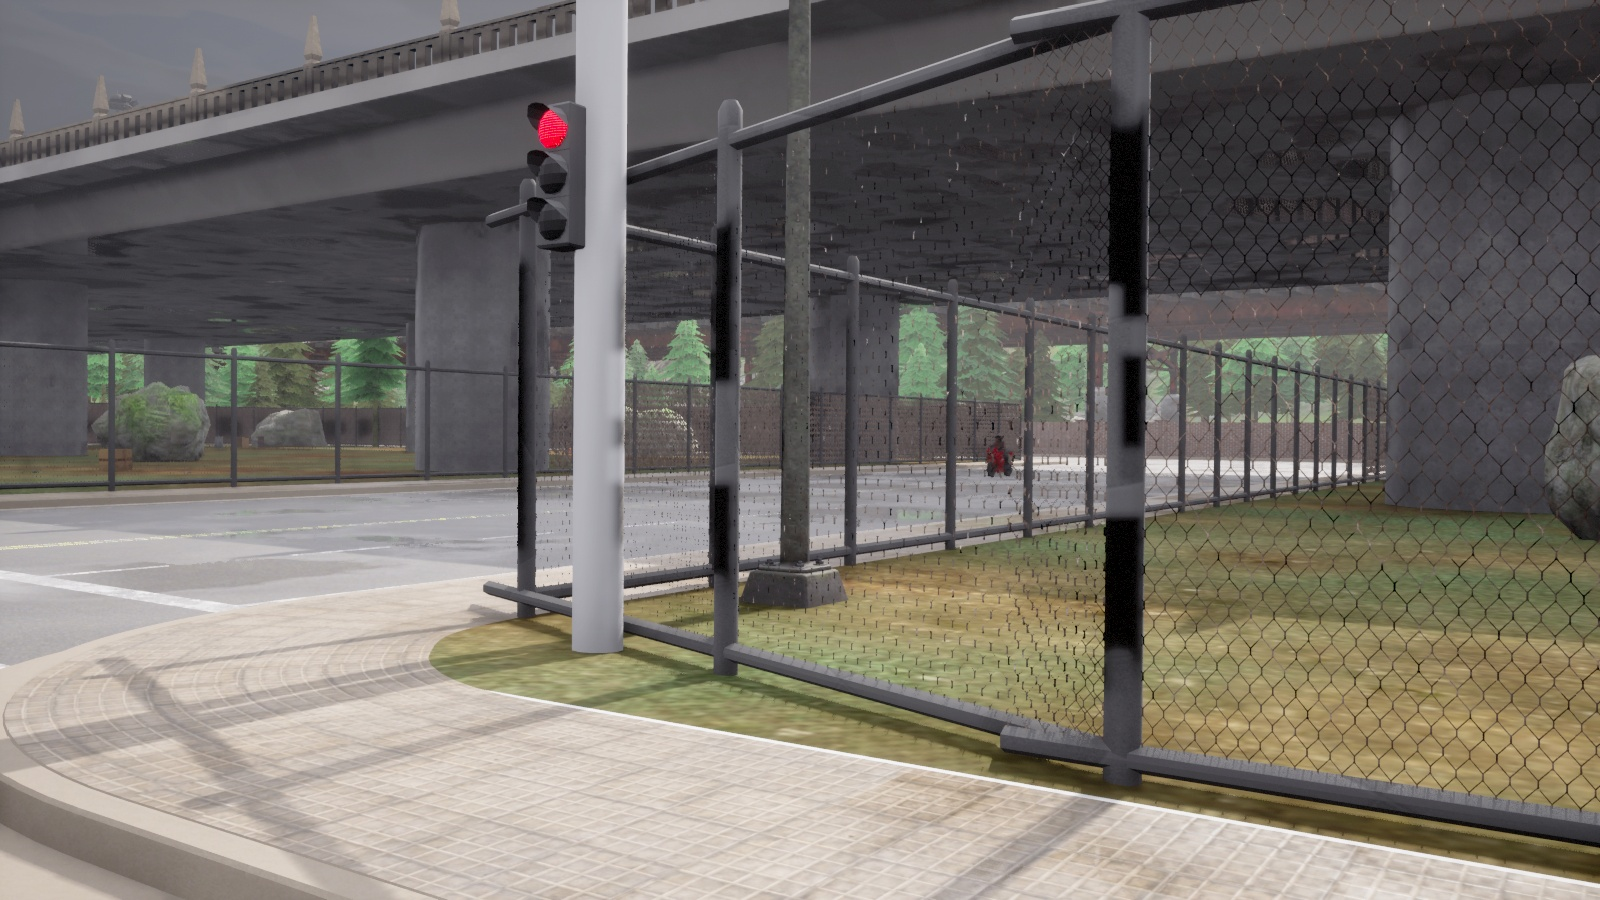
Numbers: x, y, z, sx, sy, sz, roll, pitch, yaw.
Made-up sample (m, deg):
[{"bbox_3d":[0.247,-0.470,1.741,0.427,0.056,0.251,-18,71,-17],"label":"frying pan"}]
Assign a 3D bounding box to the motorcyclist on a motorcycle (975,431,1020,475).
[{"bbox_3d":[7.026,0.097,44.565,0.797,1.523,2.044,0,1,33],"label":"motorcyclist on a motorcycle"}]
